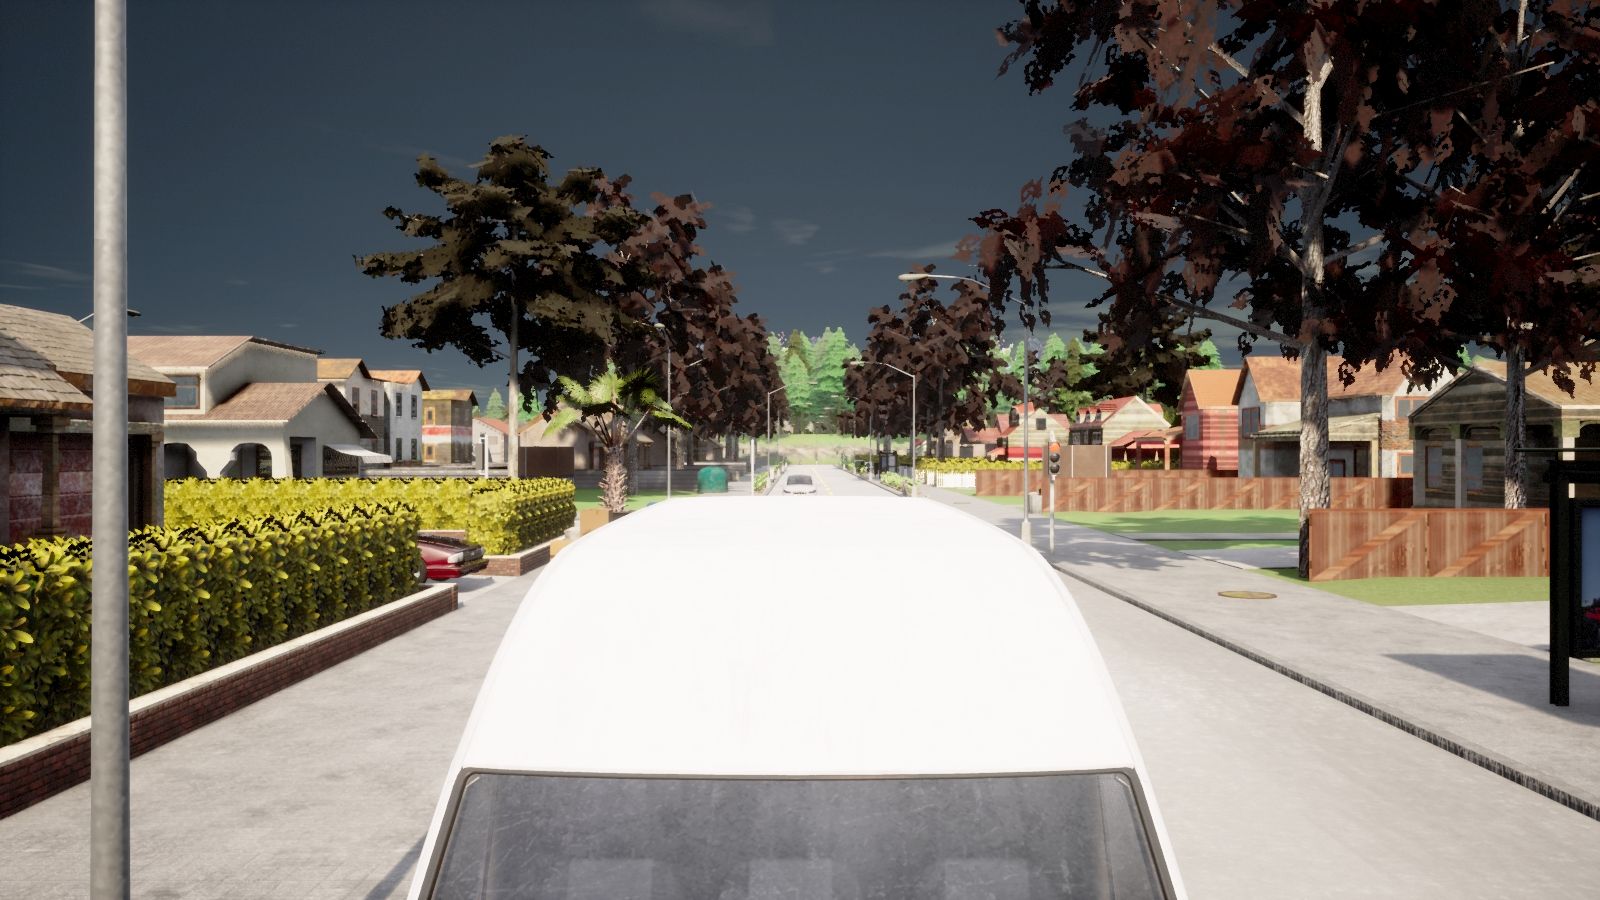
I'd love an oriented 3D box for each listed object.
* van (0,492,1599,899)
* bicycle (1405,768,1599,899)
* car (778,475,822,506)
[{"bbox_3d":[0.002,1.537,4.030,1.988,2.561,5.915,0,0,0],"label":"van"},{"bbox_3d":[2.687,2.062,3.843,0.329,1.471,1.835,0,0,0],"label":"bicycle"},{"bbox_3d":[-0.014,2.086,59.616,2.231,1.480,4.892,0,0,0],"label":"car"}]
